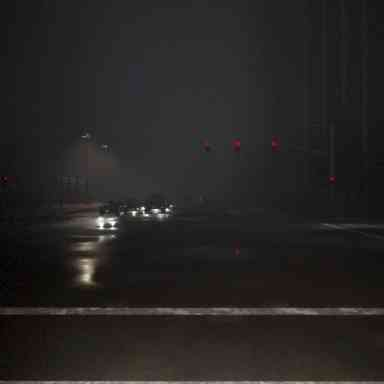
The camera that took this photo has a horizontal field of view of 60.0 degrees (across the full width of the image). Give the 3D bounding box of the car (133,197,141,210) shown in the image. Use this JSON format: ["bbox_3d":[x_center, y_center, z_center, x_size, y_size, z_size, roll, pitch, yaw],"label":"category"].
[{"bbox_3d":[-7.714,1.478,42.178,1.882,1.535,5.008,0,0,-1],"label":"car"}]

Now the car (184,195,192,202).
[{"bbox_3d":[-0.938,1.478,75.392,1.882,1.535,5.008,0,0,-1],"label":"car"}]

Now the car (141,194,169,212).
[{"bbox_3d":[-4.176,1.221,38.508,2.150,2.045,5.566,0,0,-1],"label":"car"}]

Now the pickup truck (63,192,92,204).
[{"bbox_3d":[-20.910,1.059,60.027,2.390,2.098,6.274,0,0,30],"label":"pickup truck"}]

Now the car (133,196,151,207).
[{"bbox_3d":[-7.809,1.491,52.562,2.128,1.511,4.902,0,0,-1],"label":"car"}]

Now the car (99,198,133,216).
[{"bbox_3d":[-7.696,1.491,32.875,2.128,1.511,4.902,0,0,2],"label":"car"}]

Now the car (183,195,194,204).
[{"bbox_3d":[-0.741,1.352,65.389,2.097,1.767,4.553,0,0,-1],"label":"car"}]

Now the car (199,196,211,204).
[{"bbox_3d":[2.765,1.491,64.803,2.128,1.511,4.902,0,0,-1],"label":"car"}]

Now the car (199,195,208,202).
[{"bbox_3d":[2.564,1.524,75.187,1.812,1.442,4.674,0,0,-1],"label":"car"}]

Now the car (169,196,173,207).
[{"bbox_3d":[-4.268,1.601,48.455,1.895,1.301,4.718,0,0,-1],"label":"car"}]

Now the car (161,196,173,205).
[{"bbox_3d":[-4.352,1.478,58.895,1.882,1.535,5.008,0,0,0],"label":"car"}]
